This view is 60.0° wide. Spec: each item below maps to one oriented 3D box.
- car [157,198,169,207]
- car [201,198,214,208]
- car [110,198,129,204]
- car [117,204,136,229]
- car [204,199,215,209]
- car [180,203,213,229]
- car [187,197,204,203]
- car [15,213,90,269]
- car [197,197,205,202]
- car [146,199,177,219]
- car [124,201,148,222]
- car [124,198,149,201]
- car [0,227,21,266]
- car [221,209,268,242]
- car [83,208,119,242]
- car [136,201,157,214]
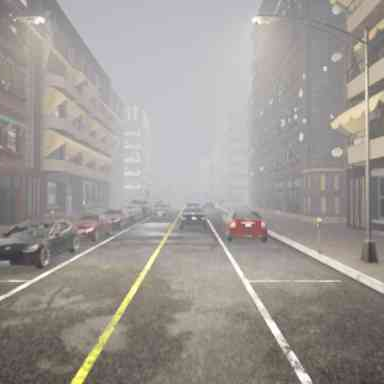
[{"bbox_3d":[-5.298,1.871,61.523,1.967,1.590,4.097,1,0,0],"label":"car"},{"bbox_3d":[2.590,1.832,55.994,1.967,1.590,4.097,1,0,0],"label":"car"},{"bbox_3d":[-17.603,2.147,80.912,4.313,1.339,1.947,0,-1,0],"label":"car"},{"bbox_3d":[-5.301,1.744,22.680,1.802,1.307,4.206,1,0,0],"label":"car"},{"bbox_3d":[2.586,1.936,50.444,1.802,1.307,4.206,1,0,0],"label":"car"},{"bbox_3d":[0.106,1.712,23.230,2.033,1.411,5.357,0,0,0],"label":"car"},{"bbox_3d":[0.111,1.767,41.184,1.882,1.535,5.008,0,-1,0],"label":"car"},{"bbox_3d":[-5.304,1.649,11.582,1.947,1.339,4.313,1,0,0],"label":"car"},{"bbox_3d":[2.598,2.203,94.091,2.008,1.369,4.403,1,0,0],"label":"car"},{"bbox_3d":[-2.742,1.718,31.272,2.128,1.511,4.902,0,0,0],"label":"car"},{"bbox_3d":[-5.299,1.751,28.229,2.008,1.369,4.403,1,0,0],"label":"car"},{"bbox_3d":[-5.295,1.554,33.780,2.192,1.841,5.009,1,0,0],"label":"car"},{"bbox_3d":[-5.305,1.595,6.034,2.008,1.369,4.403,1,0,0],"label":"car"},{"bbox_3d":[2.579,1.563,17.152,1.967,1.590,4.097,1,0,0],"label":"car"},{"bbox_3d":[-5.303,1.705,17.131,1.802,1.307,4.206,1,0,0],"label":"car"},{"bbox_3d":[-5.297,1.843,39.327,1.947,1.339,4.313,1,0,0],"label":"car"}]
